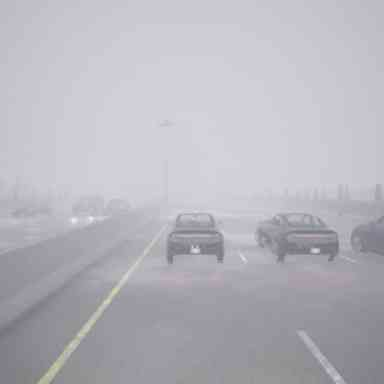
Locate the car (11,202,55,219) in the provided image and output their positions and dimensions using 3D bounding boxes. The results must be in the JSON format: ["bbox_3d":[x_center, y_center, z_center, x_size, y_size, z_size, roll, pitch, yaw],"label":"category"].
[{"bbox_3d":[-14.087,1.617,29.684,1.895,1.301,4.718,0,0,0],"label":"car"}]

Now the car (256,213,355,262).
[{"bbox_3d":[3.605,1.502,12.128,2.128,1.511,4.902,0,0,0],"label":"car"}]

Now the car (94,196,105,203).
[{"bbox_3d":[-19.878,1.529,71.352,1.837,1.490,4.892,0,0,-19],"label":"car"}]

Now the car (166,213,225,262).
[{"bbox_3d":[0.106,1.501,12.117,2.128,1.511,4.902,0,0,0],"label":"car"}]

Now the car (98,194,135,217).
[{"bbox_3d":[-7.101,1.370,31.786,2.097,1.767,4.553,0,0,0],"label":"car"}]

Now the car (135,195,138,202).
[{"bbox_3d":[-12.968,1.388,72.879,1.837,1.490,4.892,0,0,-19],"label":"car"}]

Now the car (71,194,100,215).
[{"bbox_3d":[-10.598,1.237,34.505,2.150,2.045,5.566,0,0,0],"label":"car"}]

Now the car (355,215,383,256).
[{"bbox_3d":[7.103,1.362,10.830,2.097,1.767,4.553,0,0,0],"label":"car"}]

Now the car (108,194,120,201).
[{"bbox_3d":[-17.712,1.176,75.377,1.812,1.442,4.674,0,0,-23],"label":"car"}]
